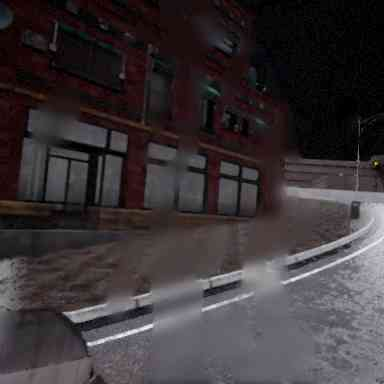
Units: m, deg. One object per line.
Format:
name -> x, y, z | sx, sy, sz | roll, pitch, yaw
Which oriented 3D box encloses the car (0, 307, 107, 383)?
car -> -3.217, 1.578, 1.819 | 5.357, 1.411, 2.033 | 0, 0, -35
